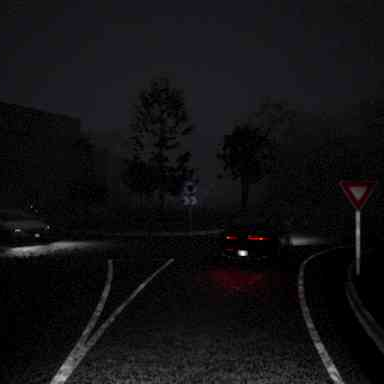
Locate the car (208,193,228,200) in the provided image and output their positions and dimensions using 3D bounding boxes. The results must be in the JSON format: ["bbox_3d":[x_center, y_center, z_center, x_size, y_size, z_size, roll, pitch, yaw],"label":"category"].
[{"bbox_3d":[7.406,1.372,94.643,5.566,2.045,2.435,0,0,1],"label":"car"}]

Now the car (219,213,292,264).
[{"bbox_3d":[2.391,1.506,11.978,1.837,1.490,4.892,-1,0,22],"label":"car"}]

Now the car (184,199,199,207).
[{"bbox_3d":[-0.267,1.502,52.803,1.882,1.535,5.008,0,0,0],"label":"car"}]

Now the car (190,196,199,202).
[{"bbox_3d":[0.599,1.644,78.003,1.837,1.490,4.892,0,0,2],"label":"car"}]

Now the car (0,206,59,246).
[{"bbox_3d":[-8.630,1.557,15.680,4.674,1.442,1.812,1,1,33],"label":"car"}]

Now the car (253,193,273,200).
[{"bbox_3d":[19.894,1.477,91.676,4.553,1.767,2.185,0,0,1],"label":"car"}]

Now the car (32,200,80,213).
[{"bbox_3d":[-13.572,1.495,33.116,1.895,1.301,4.718,0,0,28],"label":"car"}]
